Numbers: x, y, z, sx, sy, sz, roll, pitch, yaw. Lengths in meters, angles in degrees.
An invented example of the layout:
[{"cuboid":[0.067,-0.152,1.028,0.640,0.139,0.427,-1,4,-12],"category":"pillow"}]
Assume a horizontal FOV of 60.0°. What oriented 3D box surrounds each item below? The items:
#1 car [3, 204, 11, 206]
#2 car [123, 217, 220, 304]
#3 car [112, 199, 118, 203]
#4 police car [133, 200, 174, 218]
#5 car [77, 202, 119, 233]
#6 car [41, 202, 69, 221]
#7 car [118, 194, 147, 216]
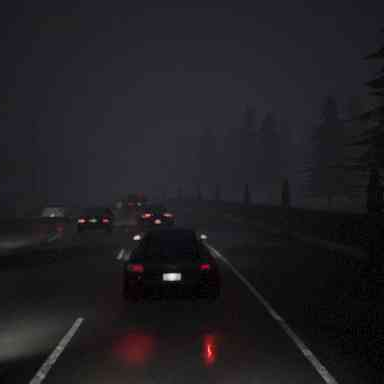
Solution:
[{"cuboid":[-26.117,1.555,47.033,1.812,1.442,4.674,0,0,-22],"category":"car"},{"cuboid":[-0.525,1.569,8.274,1.994,1.385,4.181,0,0,-4],"category":"car"},{"cuboid":[-9.386,1.482,43.343,1.801,1.575,5.366,0,0,-22],"category":"car"},{"cuboid":[-2.401,1.513,20.965,2.038,1.542,4.974,0,0,-12],"category":"police car"},{"cuboid":[-5.646,1.559,19.866,2.033,1.411,5.357,0,0,-11],"category":"car"},{"cuboid":[-11.133,1.542,27.202,1.812,1.442,4.674,0,0,-16],"category":"car"},{"cuboid":[-5.695,1.242,33.172,2.150,2.045,5.566,0,0,-18],"category":"car"}]
